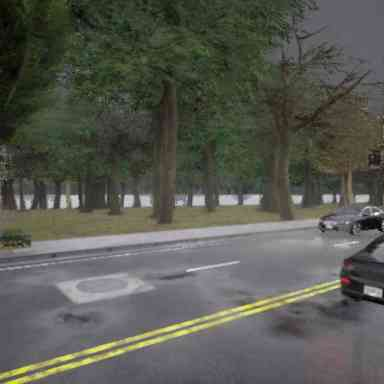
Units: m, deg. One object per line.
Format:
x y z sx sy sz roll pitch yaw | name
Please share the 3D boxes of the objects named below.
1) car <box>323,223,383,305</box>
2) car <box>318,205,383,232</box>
4.934 1.511 6.961 4.674 1.442 1.812 0 0 -36 | car
8.826 1.468 17.986 4.902 1.511 2.128 0 0 -36 | car
